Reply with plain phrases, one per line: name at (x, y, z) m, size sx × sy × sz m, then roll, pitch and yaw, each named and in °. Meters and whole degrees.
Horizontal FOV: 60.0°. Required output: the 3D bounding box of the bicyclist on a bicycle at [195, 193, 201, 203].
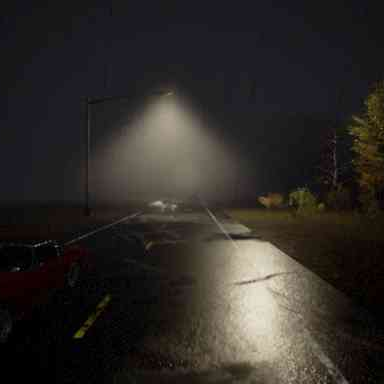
bicyclist on a bicycle at (0.992, 1.103, 53.921) m, size 0.866 × 1.612 × 1.509 m, roll 0°, pitch 0°, yaw 0°

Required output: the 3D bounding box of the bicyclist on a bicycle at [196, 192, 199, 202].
bicyclist on a bicycle at (1.013, 0.984, 62.591) m, size 0.659 × 1.776 × 1.843 m, roll 0°, pitch 1°, yaw 0°

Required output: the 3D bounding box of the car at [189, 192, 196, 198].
car at (0.073, 0.861, 91.036) m, size 1.812 × 1.442 × 4.674 m, roll 0°, pitch 0°, yaw 0°

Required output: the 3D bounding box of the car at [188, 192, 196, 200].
car at (0.062, 1.068, 77.331) m, size 1.994 × 1.385 × 4.181 m, roll 0°, pitch 0°, yaw 0°

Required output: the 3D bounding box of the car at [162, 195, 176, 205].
car at (-3.531, 1.163, 50.951) m, size 1.882 × 1.535 × 5.008 m, roll 0°, pitch 0°, yaw 0°

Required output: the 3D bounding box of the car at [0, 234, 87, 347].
car at (-3.595, 1.562, 6.238) m, size 1.895 × 1.301 × 4.718 m, roll 0°, pitch 0°, yaw 0°
